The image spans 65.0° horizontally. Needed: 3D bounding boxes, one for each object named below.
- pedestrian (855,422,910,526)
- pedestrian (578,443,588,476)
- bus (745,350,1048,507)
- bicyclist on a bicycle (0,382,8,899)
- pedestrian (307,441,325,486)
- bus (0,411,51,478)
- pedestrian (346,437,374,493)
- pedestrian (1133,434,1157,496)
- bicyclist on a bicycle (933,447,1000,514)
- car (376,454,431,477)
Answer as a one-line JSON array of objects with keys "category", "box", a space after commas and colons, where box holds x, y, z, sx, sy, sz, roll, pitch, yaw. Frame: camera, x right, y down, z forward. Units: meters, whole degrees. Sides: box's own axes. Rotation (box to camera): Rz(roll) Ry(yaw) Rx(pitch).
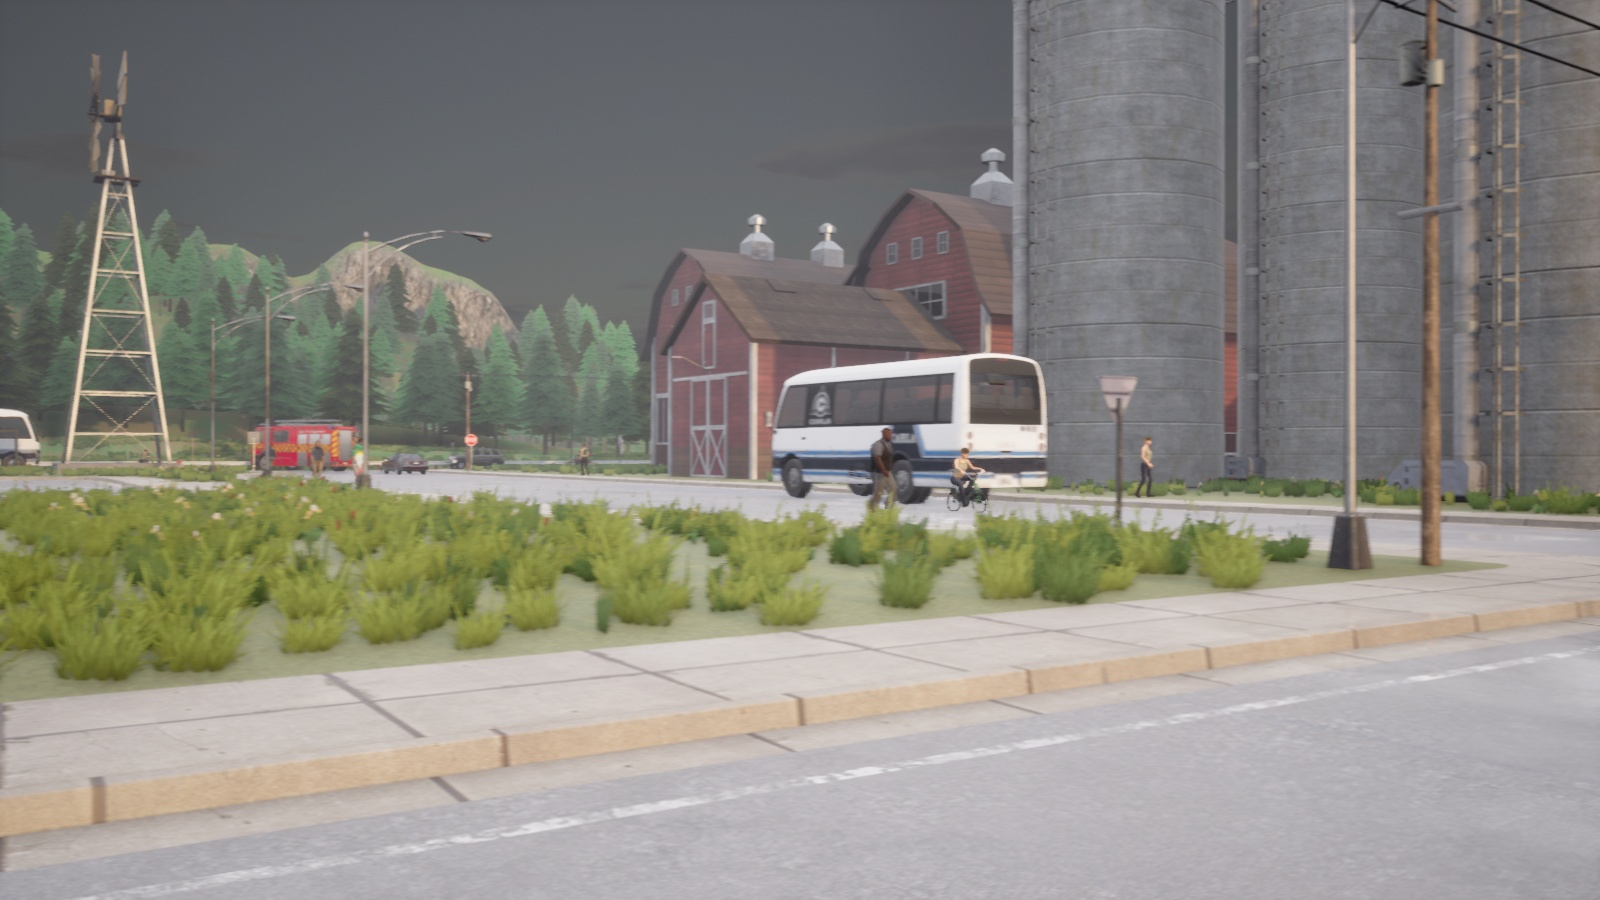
[{"category": "pedestrian", "box": [1.539, 0.437, 23.348, 0.849, 1.883, 0.563, 0, 0, 33]}, {"category": "pedestrian", "box": [-12.177, 0.552, 70.406, 0.345, 1.836, 0.594, 0, 0, -34]}, {"category": "bus", "box": [2.625, -0.569, 39.287, 3.944, 4.253, 10.273, 0, 0, -34]}, {"category": "bicyclist on a bicycle", "box": [-2.255, 0.690, 2.141, 1.509, 1.612, 0.866, 0, 0, -34]}, {"category": "pedestrian", "box": [-20.081, 0.539, 52.084, 0.540, 1.848, 0.694, 0, 0, -36]}, {"category": "bus", "box": [-54.146, -0.361, 80.613, 10.273, 4.253, 3.944, 0, 0, -33]}, {"category": "pedestrian", "box": [-15.396, 0.514, 43.939, 0.659, 1.952, 0.873, 0, 0, -37]}, {"category": "pedestrian", "box": [10.212, 0.441, 37.189, 0.594, 1.836, 0.345, 0, 0, 42]}, {"category": "bicyclist on a bicycle", "box": [4.068, 0.725, 30.777, 0.866, 1.612, 1.509, 0, 0, -33]}, {"category": "car", "box": [-26.106, 0.999, 82.625, 2.033, 1.411, 5.357, 0, 0, -34]}]
